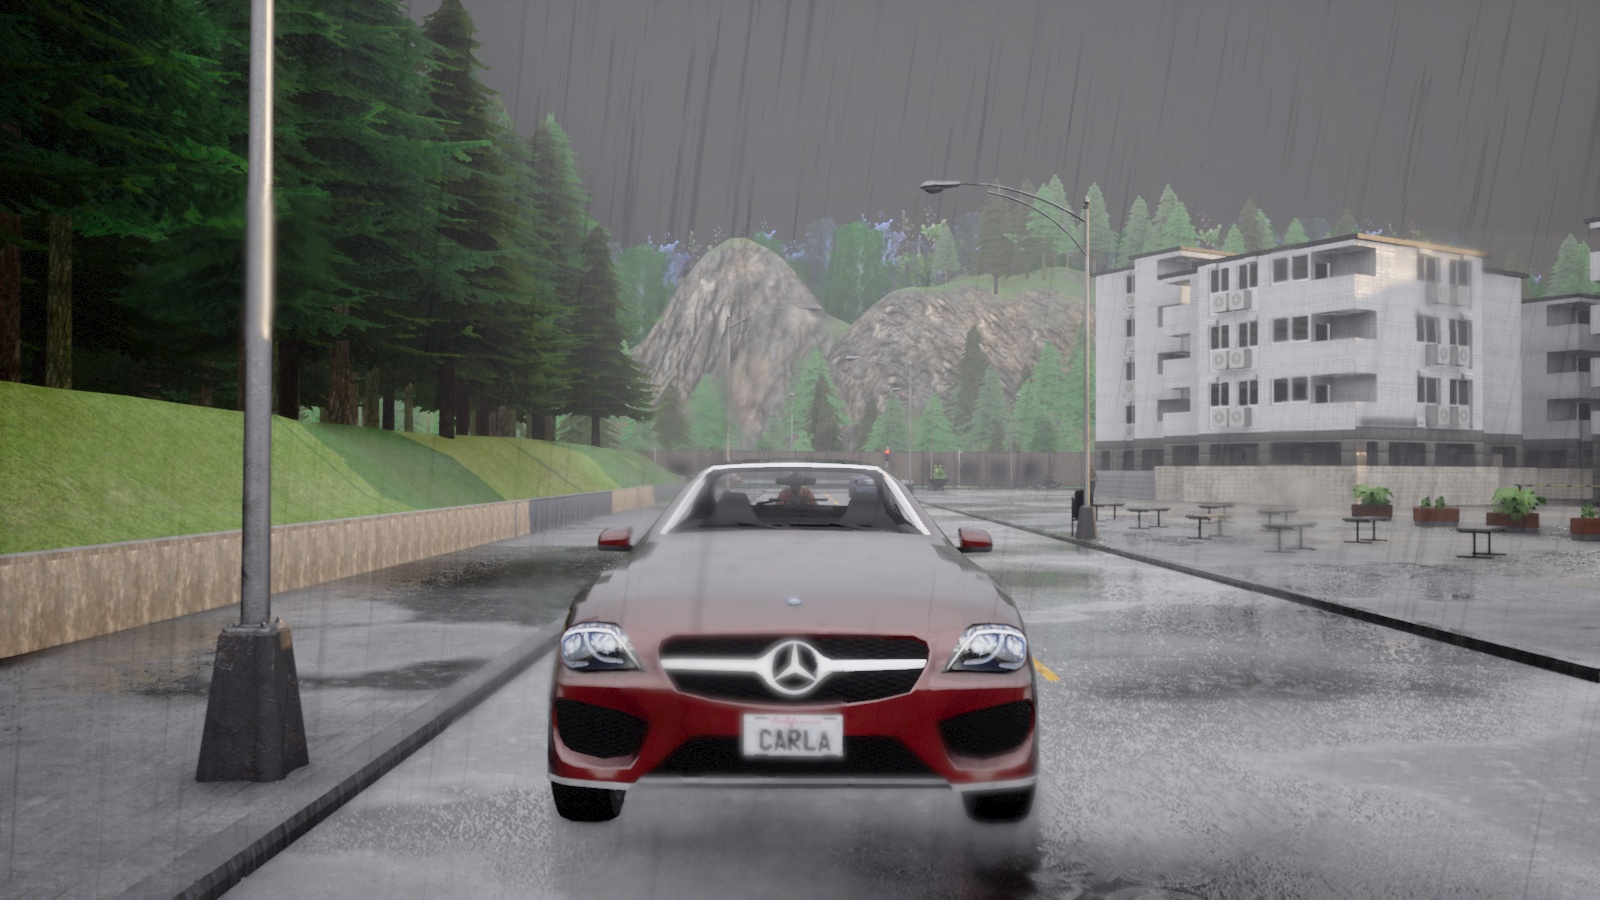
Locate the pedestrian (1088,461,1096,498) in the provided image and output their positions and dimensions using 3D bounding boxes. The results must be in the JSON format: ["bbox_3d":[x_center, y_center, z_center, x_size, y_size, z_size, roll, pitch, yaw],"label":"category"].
[{"bbox_3d":[14.683,1.466,63.113,0.331,1.846,0.634,0,-1,9],"label":"pedestrian"}]

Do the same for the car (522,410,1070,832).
[{"bbox_3d":[-0.023,0.710,7.461,2.152,1.651,5.027,0,-1,0],"label":"car"}]
